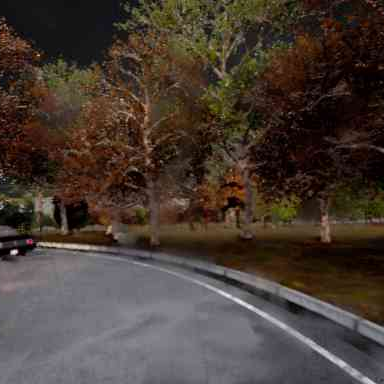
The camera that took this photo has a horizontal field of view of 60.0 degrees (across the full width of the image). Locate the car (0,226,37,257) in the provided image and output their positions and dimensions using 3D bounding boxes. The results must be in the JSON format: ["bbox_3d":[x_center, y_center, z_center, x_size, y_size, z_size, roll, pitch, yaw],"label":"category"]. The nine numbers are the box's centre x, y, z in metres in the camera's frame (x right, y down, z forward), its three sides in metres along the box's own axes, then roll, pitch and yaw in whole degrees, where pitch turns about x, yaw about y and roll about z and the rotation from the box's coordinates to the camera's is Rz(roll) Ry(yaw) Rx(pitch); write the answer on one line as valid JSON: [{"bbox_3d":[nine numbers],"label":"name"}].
[{"bbox_3d":[-8.680,2.066,13.653,4.718,1.301,1.895,-2,-1,29],"label":"car"}]
